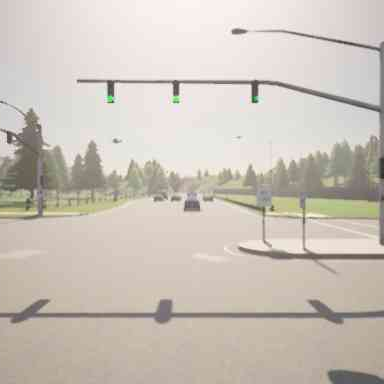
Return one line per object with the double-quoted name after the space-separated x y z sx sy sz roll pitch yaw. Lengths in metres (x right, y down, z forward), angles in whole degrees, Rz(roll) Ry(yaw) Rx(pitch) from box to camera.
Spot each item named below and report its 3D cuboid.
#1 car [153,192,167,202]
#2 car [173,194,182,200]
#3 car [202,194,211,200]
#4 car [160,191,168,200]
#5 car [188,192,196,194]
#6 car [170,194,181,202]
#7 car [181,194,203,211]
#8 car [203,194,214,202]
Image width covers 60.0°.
-7.002 1.239 69.878 1.837 1.490 4.892 0 0 0 "car"
-3.503 1.175 80.298 1.994 1.385 4.181 0 0 0 "car"
3.497 1.147 80.298 1.812 1.442 4.674 0 0 0 "car"
-7.003 0.847 80.326 2.150 2.045 5.566 0 0 0 "car"
-0.002 0.965 69.908 2.150 2.045 5.566 0 0 0 "car"
-3.502 1.240 69.878 1.837 1.490 4.892 0 0 0 "car"
-0.001 1.337 39.270 1.882 1.535 5.008 0 0 0 "car"
3.498 1.265 69.879 2.128 1.511 4.902 0 0 0 "car"
